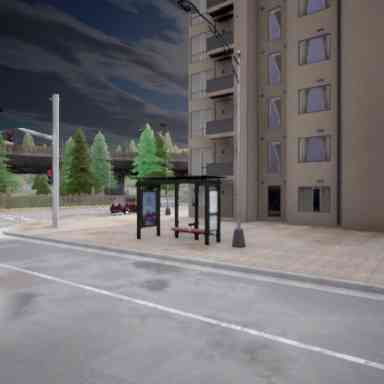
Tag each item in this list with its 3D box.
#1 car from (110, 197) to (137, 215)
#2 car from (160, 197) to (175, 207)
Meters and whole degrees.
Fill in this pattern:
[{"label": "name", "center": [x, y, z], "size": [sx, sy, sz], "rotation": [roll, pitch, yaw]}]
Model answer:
[{"label": "car", "center": [-5.882, 1.271, 33.054], "size": [2.097, 1.767, 4.553], "rotation": [0, 0, 36]}, {"label": "car", "center": [-3.917, 1.438, 46.782], "size": [4.674, 1.442, 1.812], "rotation": [0, 0, -44]}]
